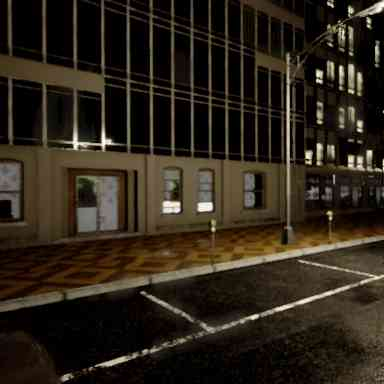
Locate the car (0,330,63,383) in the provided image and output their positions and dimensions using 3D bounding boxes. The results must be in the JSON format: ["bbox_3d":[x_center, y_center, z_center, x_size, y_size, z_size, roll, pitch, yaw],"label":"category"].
[{"bbox_3d":[-3.153,1.563,1.131,5.357,1.411,2.033,-1,0,-35],"label":"car"}]
